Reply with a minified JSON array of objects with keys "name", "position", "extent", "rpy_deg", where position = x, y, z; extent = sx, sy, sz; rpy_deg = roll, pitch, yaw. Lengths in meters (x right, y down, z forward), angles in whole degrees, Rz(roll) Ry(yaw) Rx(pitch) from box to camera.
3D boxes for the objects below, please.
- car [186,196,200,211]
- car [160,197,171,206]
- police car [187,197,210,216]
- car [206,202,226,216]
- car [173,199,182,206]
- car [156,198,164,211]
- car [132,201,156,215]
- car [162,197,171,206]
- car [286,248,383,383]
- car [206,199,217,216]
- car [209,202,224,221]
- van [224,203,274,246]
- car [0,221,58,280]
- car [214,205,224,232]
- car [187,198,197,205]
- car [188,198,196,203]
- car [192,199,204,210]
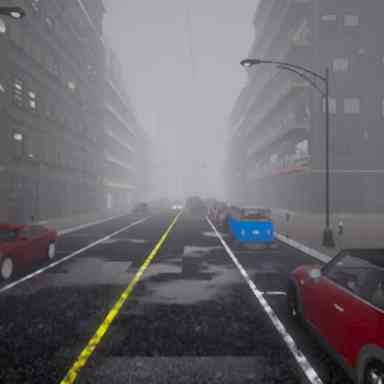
[{"name":"car","position":[0.421,1.660,47.994],"extent":[2.150,2.045,5.566],"rpy_deg":[-1,0,6]},{"name":"car","position":[-5.707,1.978,72.230],"extent":[2.192,1.841,5.009],"rpy_deg":[0,-1,0]},{"name":"police car","position":[0.753,1.779,38.022],"extent":[1.930,1.638,5.238],"rpy_deg":[0,0,0]},{"name":"car","position":[2.682,1.910,38.408],"extent":[2.008,1.369,4.403],"rpy_deg":[0,-1,0]},{"name":"car","position":[-3.020,2.175,71.014],"extent":[2.128,1.511,4.902],"rpy_deg":[0,-1,0]},{"name":"car","position":[-5.702,1.985,49.512],"extent":[1.752,1.417,4.829],"rpy_deg":[0,-1,0]},{"name":"car","position":[-5.699,1.925,38.409],"extent":[1.947,1.339,4.313],"rpy_deg":[0,-1,0]},{"name":"car","position":[-5.706,2.053,66.593],"extent":[1.967,1.590,4.097],"rpy_deg":[0,-1,0]},{"name":"car","position":[2.691,1.484,4.593],"extent":[1.967,1.590,4.097],"rpy_deg":[0,-1,0]},{"name":"car","position":[2.684,1.747,32.774],"extent":[1.967,1.590,4.097],"rpy_deg":[0,-1,0]},{"name":"car","position":[2.685,1.800,27.137],"extent":[1.887,1.381,4.507],"rpy_deg":[0,-1,0]},{"name":"van","position":[2.689,1.491,15.866],"extent":[1.690,1.788,3.998],"rpy_deg":[0,-1,0]},{"name":"car","position":[-5.691,1.642,10.229],"extent":[1.887,1.381,4.507],"rpy_deg":[0,-1,0]},{"name":"car","position":[2.686,1.769,21.500],"extent":[1.947,1.339,4.313],"rpy_deg":[0,-1,0]},{"name":"car","position":[-0.019,2.119,73.458],"extent":[2.033,1.411,5.357],"rpy_deg":[0,-1,0]},{"name":"car","position":[-0.024,2.252,88.456],"extent":[2.033,1.411,5.357],"rpy_deg":[0,-1,0]},{"name":"car","position":[0.886,1.956,54.096],"extent":[1.801,1.575,5.366],"rpy_deg":[0,-1,0]}]
